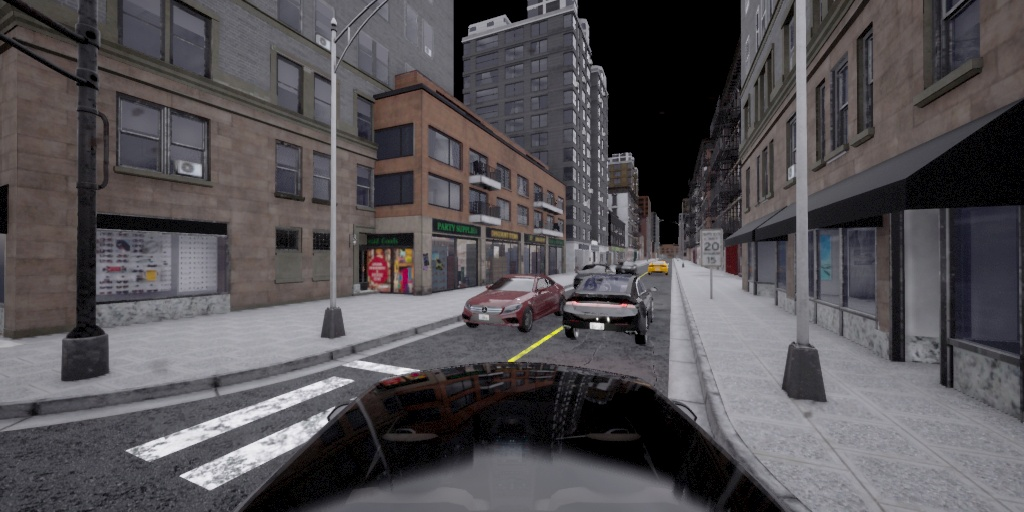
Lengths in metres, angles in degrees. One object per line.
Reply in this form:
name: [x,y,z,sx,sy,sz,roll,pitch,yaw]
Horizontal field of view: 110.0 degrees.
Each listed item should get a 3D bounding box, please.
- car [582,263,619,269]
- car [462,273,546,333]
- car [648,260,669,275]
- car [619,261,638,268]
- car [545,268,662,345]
car: [5.068,1.268,21.812,1.837,1.490,4.892,0,0,24]
car: [0.304,1.288,11.169,1.812,1.442,4.674,0,0,26]
car: [15.913,1.226,38.932,1.882,1.535,5.008,0,0,24]
car: [11.667,1.238,36.481,1.882,1.535,5.008,0,0,24]
car: [2.754,1.245,9.663,2.128,1.511,4.902,0,0,24]
